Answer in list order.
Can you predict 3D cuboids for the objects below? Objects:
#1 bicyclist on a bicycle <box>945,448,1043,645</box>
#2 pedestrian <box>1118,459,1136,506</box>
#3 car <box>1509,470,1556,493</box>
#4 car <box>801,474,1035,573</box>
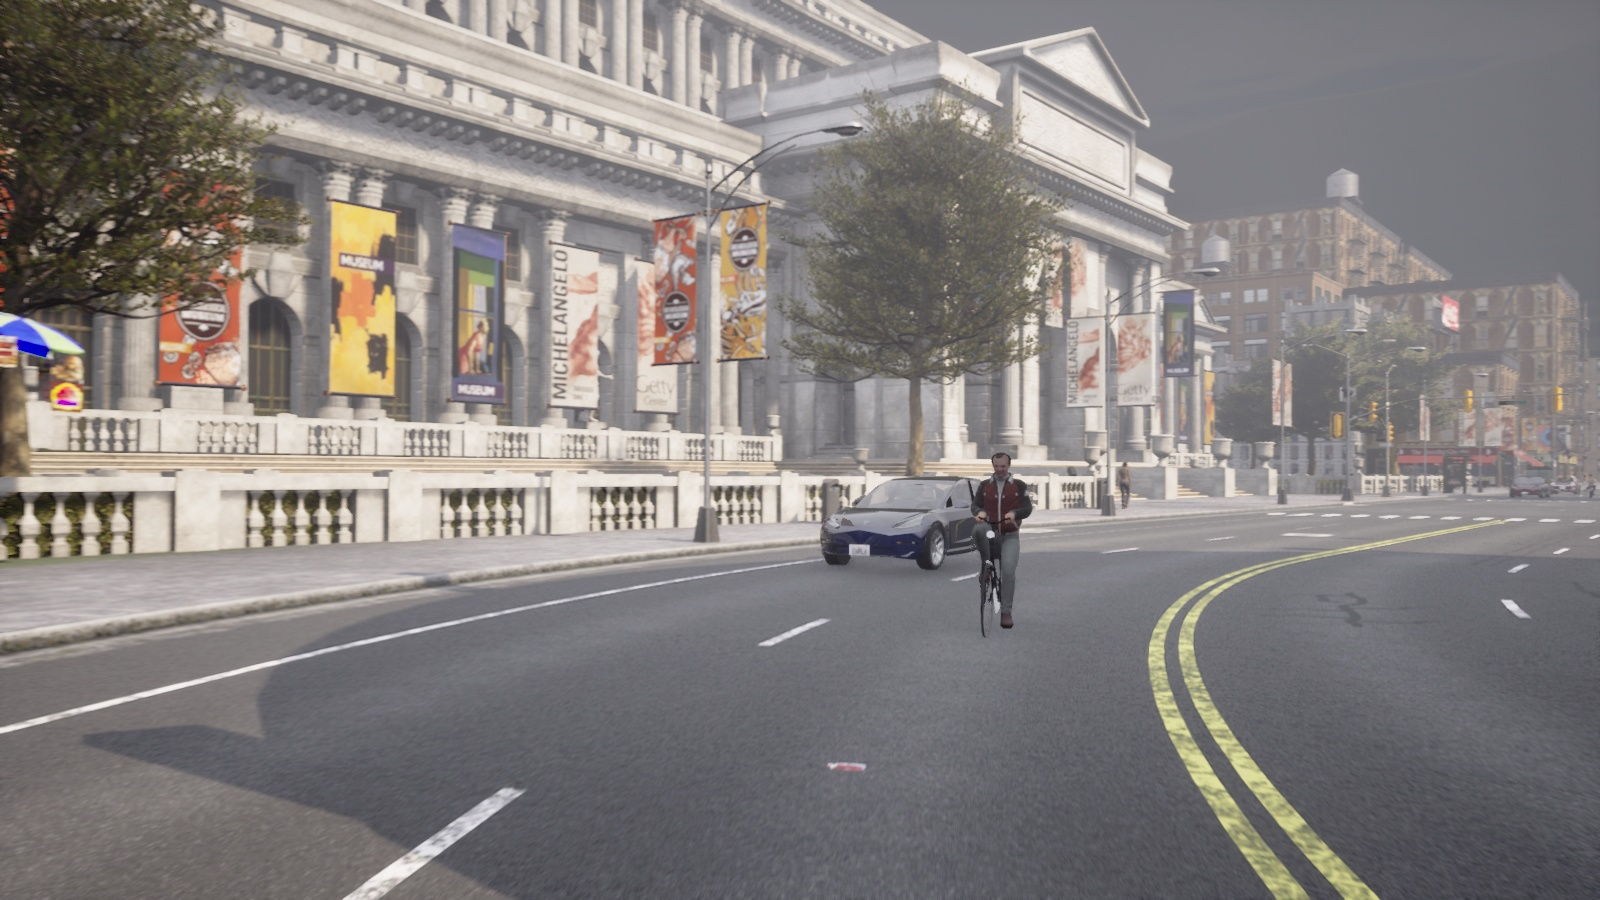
[{"bbox_3d":[1.930,0.885,12.289,0.659,1.776,1.843,0,-1,18],"label":"bicyclist on a bicycle"},{"bbox_3d":[12.555,1.240,48.194,0.328,1.805,0.869,-1,-1,38],"label":"pedestrian"},{"bbox_3d":[49.382,2.079,84.615,2.163,1.488,4.792,-1,-1,37],"label":"car"},{"bbox_3d":[2.184,1.172,21.727,2.163,1.488,4.792,-1,-1,31],"label":"car"}]
